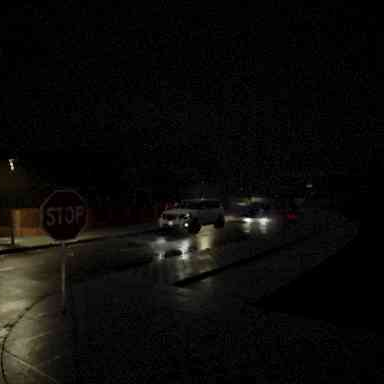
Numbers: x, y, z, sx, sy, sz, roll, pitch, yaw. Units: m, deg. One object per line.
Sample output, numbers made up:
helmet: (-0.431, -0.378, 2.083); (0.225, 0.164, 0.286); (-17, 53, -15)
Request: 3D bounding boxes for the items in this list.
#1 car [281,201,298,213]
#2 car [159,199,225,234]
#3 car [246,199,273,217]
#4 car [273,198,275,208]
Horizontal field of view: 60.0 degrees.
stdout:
car: (12.218, 1.838, 41.867); (1.837, 1.490, 4.892); (-1, -1, 15)
car: (0.189, 1.444, 21.240); (2.150, 2.045, 5.566); (-1, -1, 31)
car: (6.970, 1.788, 35.005); (1.882, 1.535, 5.008); (-1, -1, 20)
car: (14.619, 1.663, 54.838); (2.150, 2.045, 5.566); (-1, -1, 6)
